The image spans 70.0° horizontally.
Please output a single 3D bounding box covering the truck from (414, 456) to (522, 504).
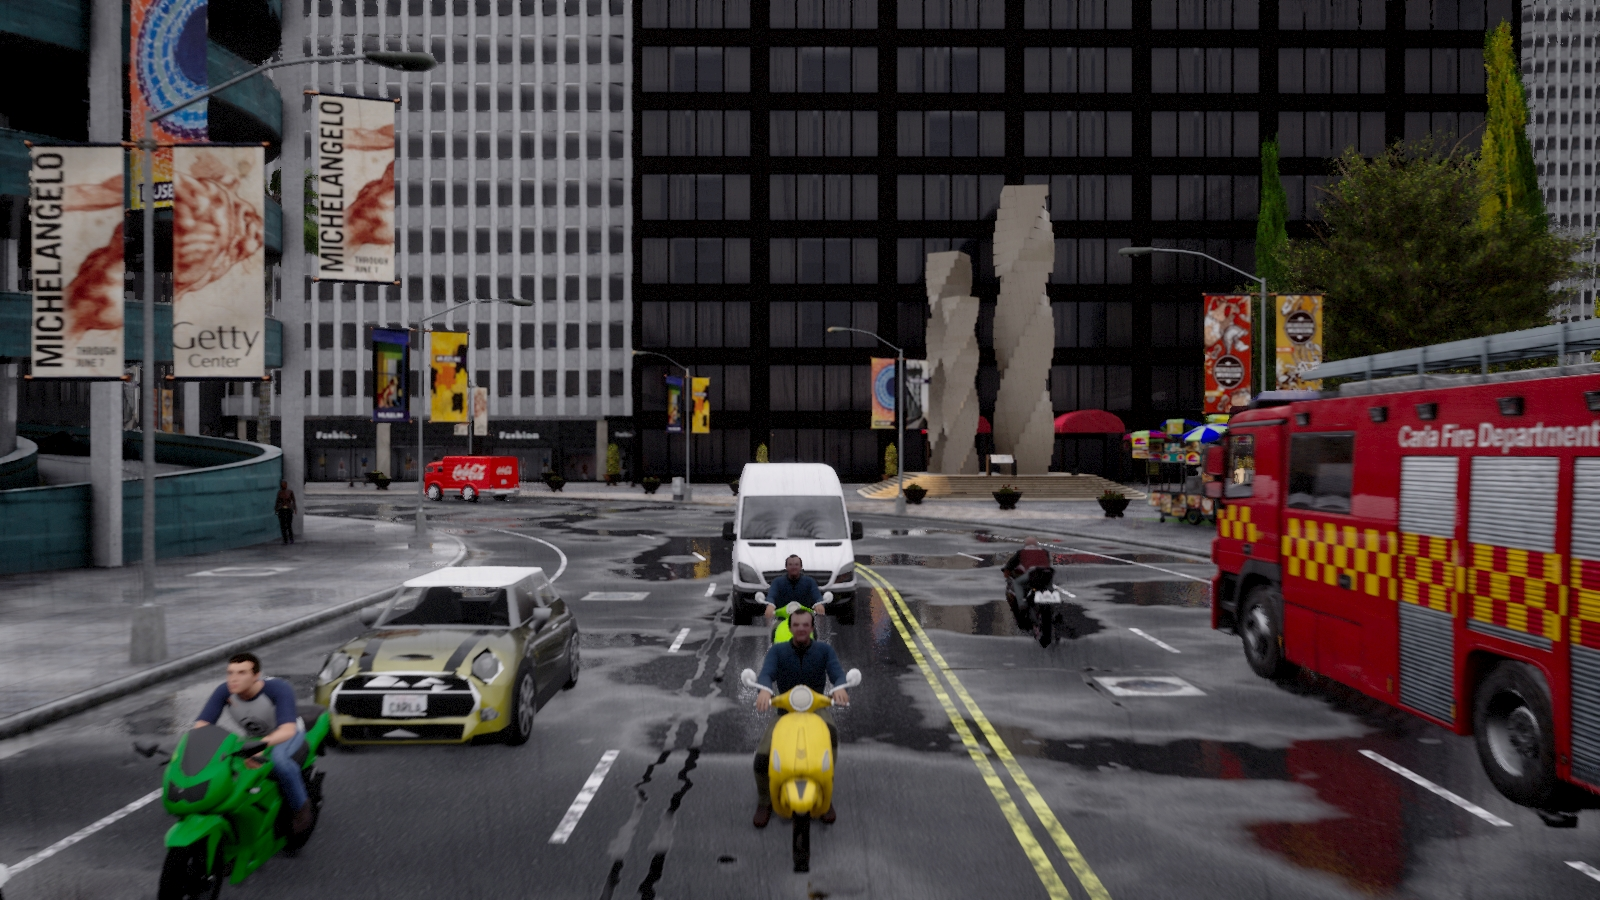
[{"bbox_3d":[-17.939,1.578,61.736,5.204,2.467,2.627,0,0,27],"label":"truck"}]

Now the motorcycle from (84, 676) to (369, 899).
[{"bbox_3d":[-3.536,2.214,7.301,0.803,1.145,2.033,0,0,0],"label":"motorcycle"}]

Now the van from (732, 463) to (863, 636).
[{"bbox_3d":[-0.212,1.538,20.283,1.988,2.561,5.915,0,0,-3],"label":"van"}]

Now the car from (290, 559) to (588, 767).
[{"bbox_3d":[-3.549,2.067,12.022,1.970,1.475,3.806,0,0,-1],"label":"car"}]

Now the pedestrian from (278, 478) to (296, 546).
[{"bbox_3d":[-14.187,1.701,31.580,0.375,1.860,0.375,0,0,-9],"label":"pedestrian"}]

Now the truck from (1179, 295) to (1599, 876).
[{"bbox_3d":[6.724,0.892,11.688,2.891,3.827,8.468,0,0,0],"label":"truck"}]

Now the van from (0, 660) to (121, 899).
[{"bbox_3d":[-3.529,1.784,1.936,2.069,2.038,4.480,0,0,0],"label":"van"}]
